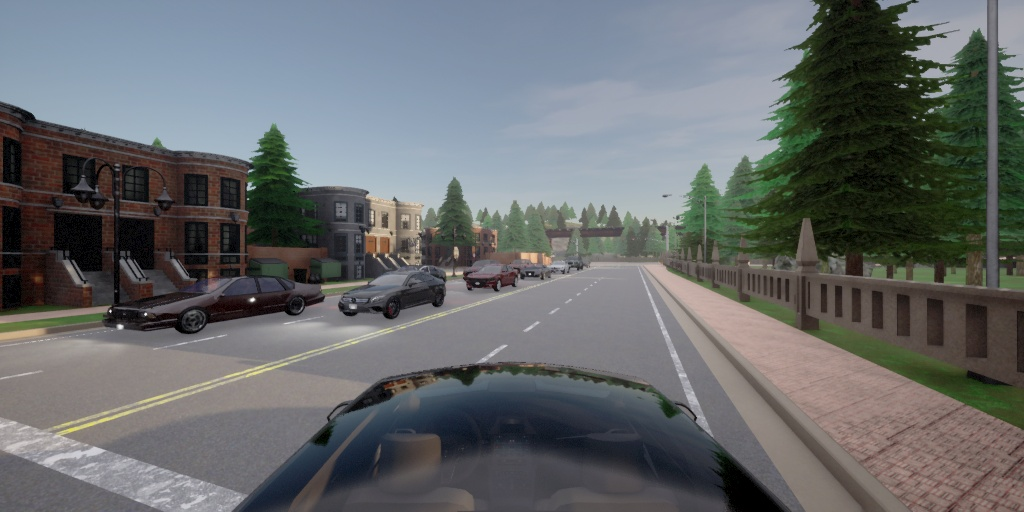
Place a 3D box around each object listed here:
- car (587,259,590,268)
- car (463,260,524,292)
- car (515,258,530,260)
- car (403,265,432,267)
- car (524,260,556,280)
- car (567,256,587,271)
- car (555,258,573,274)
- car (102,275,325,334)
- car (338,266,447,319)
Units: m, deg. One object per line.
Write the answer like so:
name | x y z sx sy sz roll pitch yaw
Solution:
car | 12.215 1.255 61.012 1.837 1.490 4.892 0 0 19
car | -1.081 1.228 21.932 1.882 1.535 5.008 0 0 19
car | 0.949 1.102 38.802 2.097 1.767 4.553 0 0 19
car | -5.430 1.242 20.028 2.128 1.511 4.902 0 0 18
car | 2.147 1.314 31.414 1.994 1.385 4.181 0 0 20
car | 8.742 0.972 50.841 2.150 2.045 5.566 0 0 19
car | 5.382 1.276 40.966 1.812 1.442 4.674 0 0 19
car | -8.475 1.297 11.052 2.033 1.411 5.357 0 0 19
car | -4.081 1.276 13.099 1.812 1.442 4.674 0 0 19
